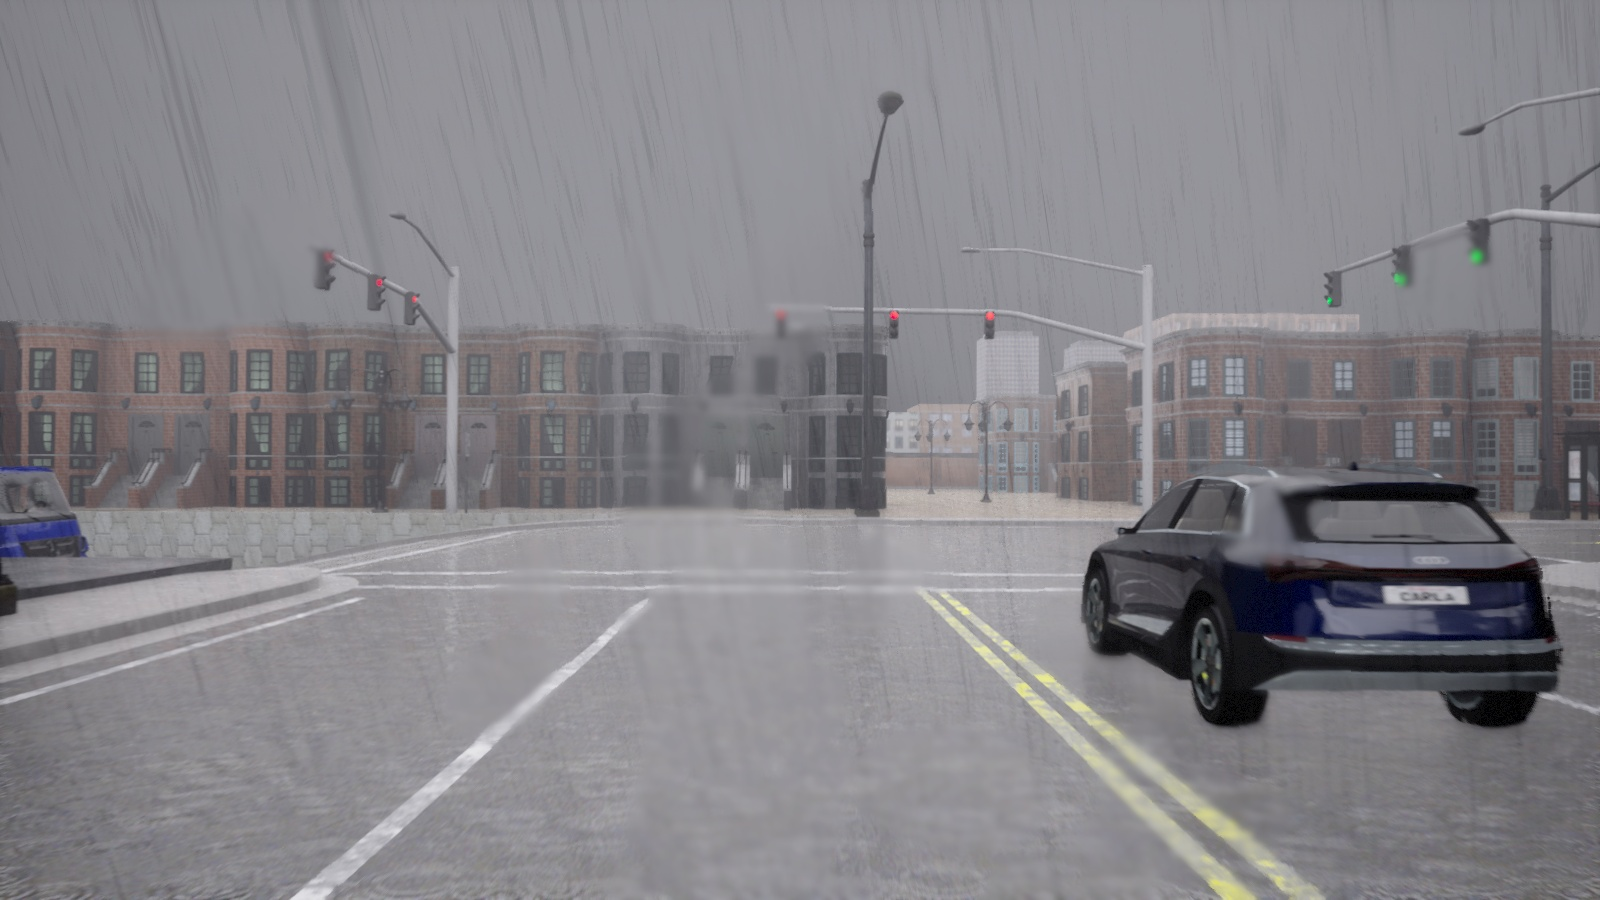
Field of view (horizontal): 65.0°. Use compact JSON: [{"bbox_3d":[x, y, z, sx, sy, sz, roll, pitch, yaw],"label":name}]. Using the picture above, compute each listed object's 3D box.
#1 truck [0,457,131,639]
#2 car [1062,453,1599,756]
[{"bbox_3d":[-19.129,2.746,26.441,7.936,3.462,2.891,-13,0,-1],"label":"truck"},{"bbox_3d":[3.478,0.887,9.309,2.033,1.649,4.856,0,-1,0],"label":"car"}]
